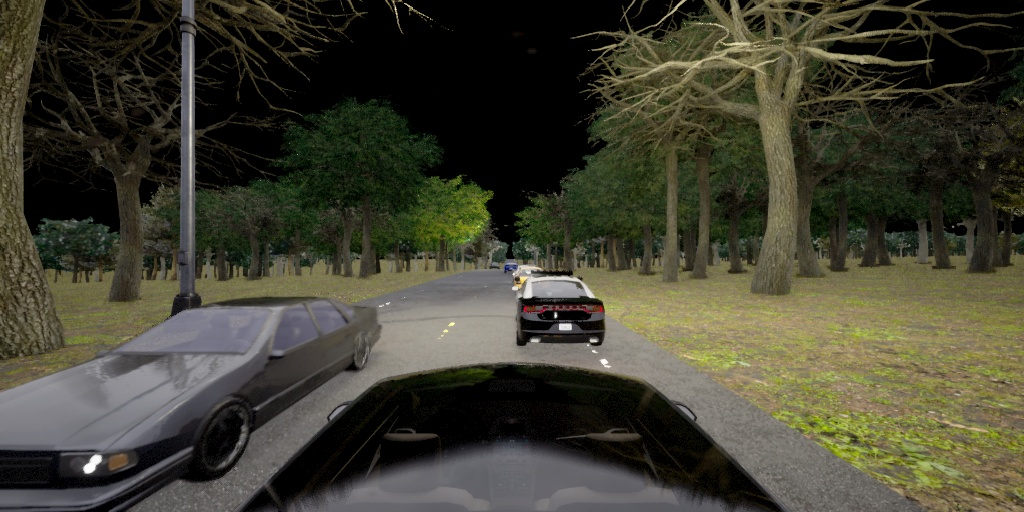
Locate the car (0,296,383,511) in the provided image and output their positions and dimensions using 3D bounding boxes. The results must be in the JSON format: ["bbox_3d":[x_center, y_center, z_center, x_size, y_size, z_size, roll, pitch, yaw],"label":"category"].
[{"bbox_3d":[-3.505,1.299,4.936,2.033,1.411,5.357,0,0,0],"label":"car"}]

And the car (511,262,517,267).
[{"bbox_3d":[1.015,1.255,19.659,1.801,1.575,5.366,0,0,0],"label":"car"}]

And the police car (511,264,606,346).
[{"bbox_3d":[1.036,1.185,9.576,1.930,1.638,5.238,0,0,0],"label":"police car"}]

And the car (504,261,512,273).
[{"bbox_3d":[-0.067,1.508,48.892,1.882,1.535,5.008,0,-1,0],"label":"car"}]
